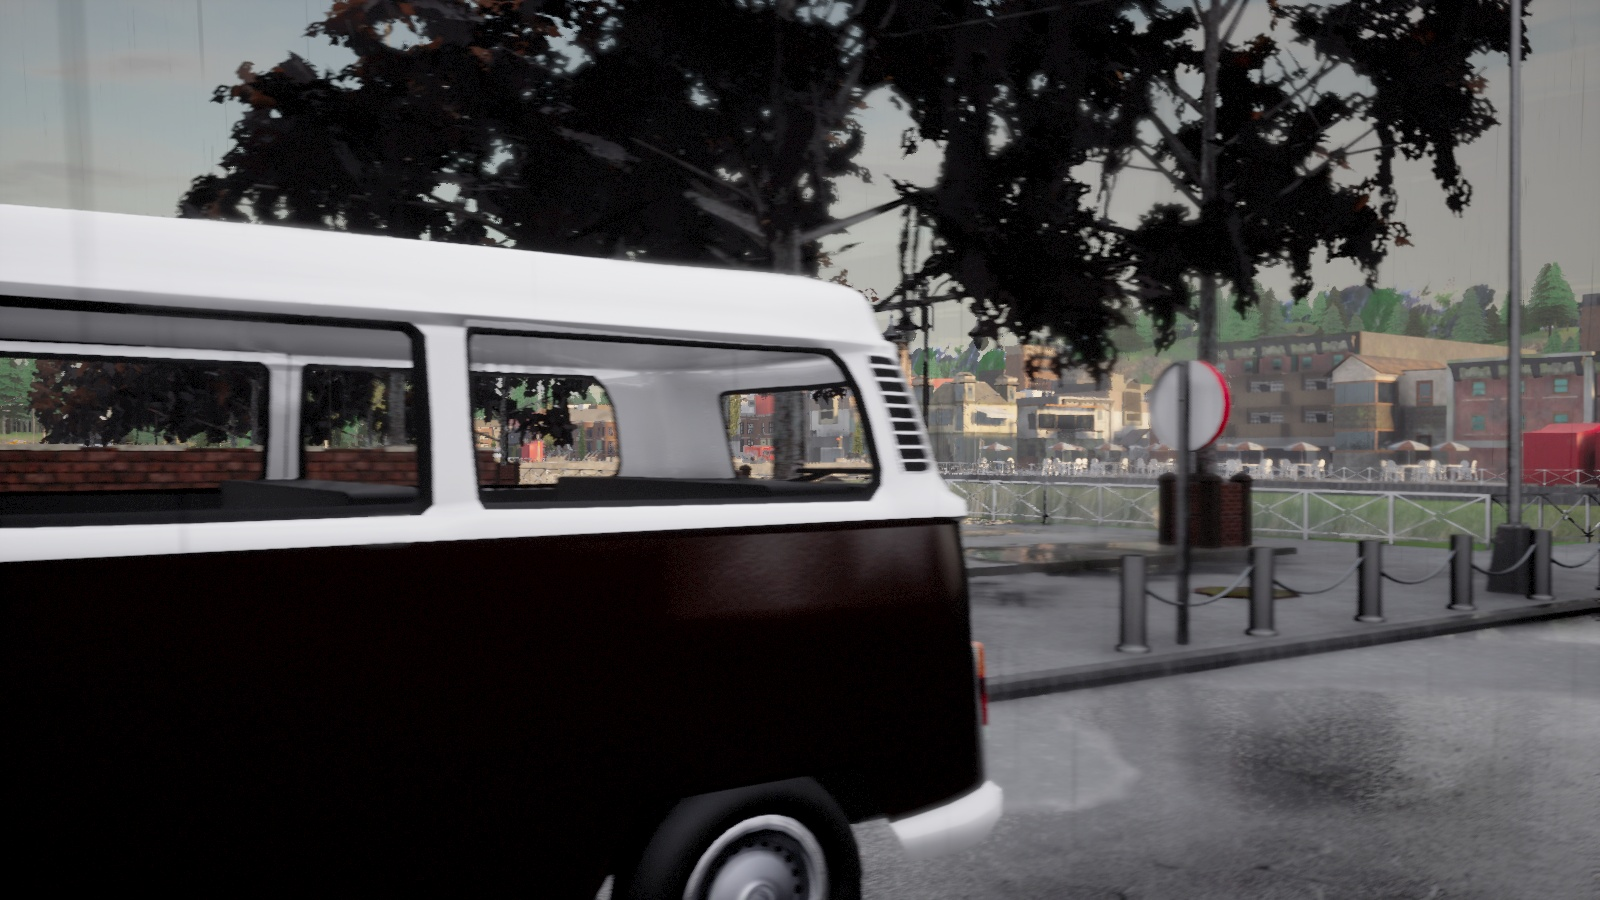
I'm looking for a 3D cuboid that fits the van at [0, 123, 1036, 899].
[{"bbox_3d":[-1.779,0.480,3.031,4.480,2.038,2.069,0,0,-35],"label":"van"}]
